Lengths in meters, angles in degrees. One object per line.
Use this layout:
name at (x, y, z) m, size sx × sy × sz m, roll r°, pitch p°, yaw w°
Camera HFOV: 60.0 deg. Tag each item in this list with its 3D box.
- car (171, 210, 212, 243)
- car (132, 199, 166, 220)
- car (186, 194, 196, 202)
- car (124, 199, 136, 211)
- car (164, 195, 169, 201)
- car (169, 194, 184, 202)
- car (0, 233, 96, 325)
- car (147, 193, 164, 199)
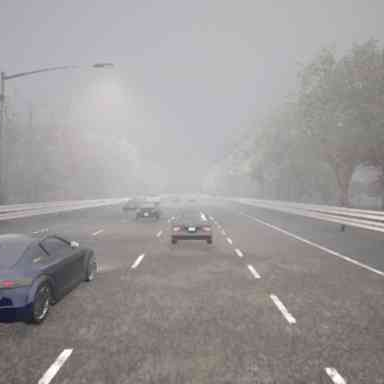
car at (-0.007, 1.556, 16.031) m, size 2.033 × 1.411 × 5.357 m, roll 0°, pitch 0°, yaw 0°
car at (-3.514, 1.542, 27.818) m, size 1.812 × 1.442 × 4.674 m, roll 0°, pitch 0°, yaw 0°
car at (-0.032, 1.664, 78.203) m, size 1.895 × 1.301 × 4.718 m, roll 0°, pitch 0°, yaw 0°
car at (-7.017, 1.589, 40.463) m, size 1.994 × 1.385 × 4.181 m, roll 0°, pitch 0°, yaw 0°
car at (-7.031, 1.664, 78.323) m, size 1.895 × 1.301 × 4.718 m, roll 0°, pitch 0°, yaw 0°
car at (-3.531, 1.609, 78.222) m, size 2.033 × 1.411 × 5.357 m, roll 0°, pitch 0°, yaw 0°
car at (-3.504, 1.568, 7.109) m, size 1.994 × 1.385 × 4.181 m, roll 0°, pitch 0°, yaw 0°
car at (-7.027, 1.267, 61.234) m, size 2.150 × 2.045 × 5.566 m, roll 0°, pitch 0°, yaw 0°
